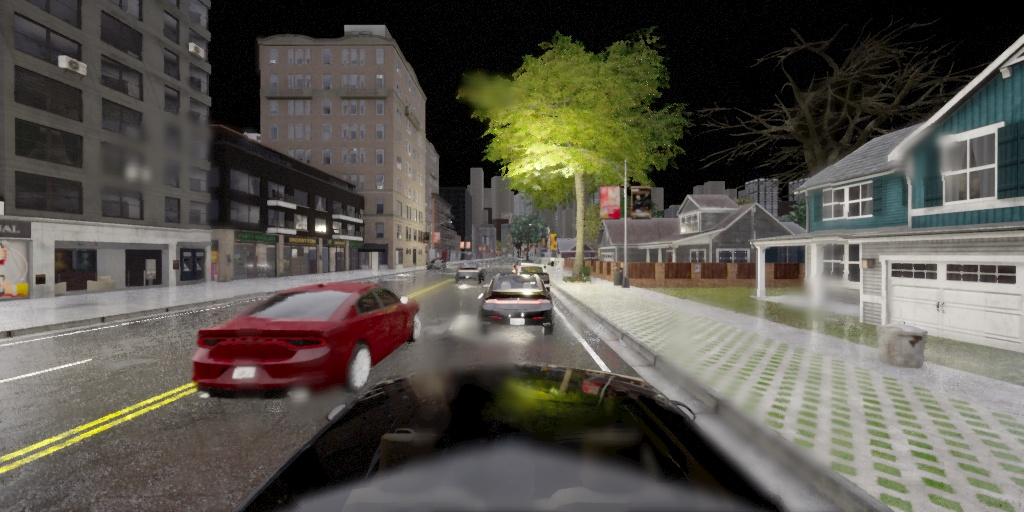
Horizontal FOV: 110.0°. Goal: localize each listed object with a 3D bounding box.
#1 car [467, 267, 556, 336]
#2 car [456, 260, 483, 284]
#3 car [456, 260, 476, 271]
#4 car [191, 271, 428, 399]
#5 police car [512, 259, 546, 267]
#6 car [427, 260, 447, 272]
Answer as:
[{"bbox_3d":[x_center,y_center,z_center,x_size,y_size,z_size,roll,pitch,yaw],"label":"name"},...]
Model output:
[{"bbox_3d":[0.138,1.238,10.384,2.128,1.511,4.902,0,0,0],"label":"car"},{"bbox_3d":[-3.037,1.225,27.051,2.128,1.511,4.902,0,0,0],"label":"car"},{"bbox_3d":[-6.382,1.257,49.954,2.033,1.411,5.357,0,0,0],"label":"car"},{"bbox_3d":[-3.128,1.226,6.685,1.882,1.535,5.008,0,0,0],"label":"car"},{"bbox_3d":[1.059,1.164,20.633,1.930,1.638,5.238,0,0,0],"label":"police car"},{"bbox_3d":[-9.650,1.220,46.183,1.837,1.490,4.892,0,0,0],"label":"car"}]
